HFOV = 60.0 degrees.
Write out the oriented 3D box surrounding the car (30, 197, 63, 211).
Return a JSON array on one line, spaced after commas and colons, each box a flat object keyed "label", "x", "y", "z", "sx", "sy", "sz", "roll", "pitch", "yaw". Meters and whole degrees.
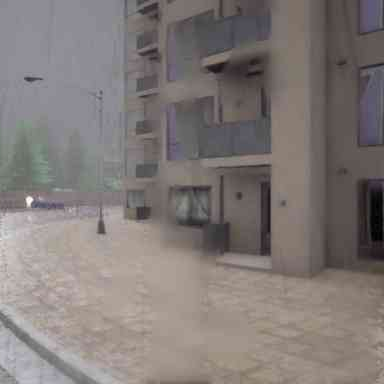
[{"label": "car", "x": -18.867, "y": 1.355, "z": 43.222, "sx": 4.553, "sy": 1.767, "sz": 2.097, "roll": 3, "pitch": 2, "yaw": 31}]
